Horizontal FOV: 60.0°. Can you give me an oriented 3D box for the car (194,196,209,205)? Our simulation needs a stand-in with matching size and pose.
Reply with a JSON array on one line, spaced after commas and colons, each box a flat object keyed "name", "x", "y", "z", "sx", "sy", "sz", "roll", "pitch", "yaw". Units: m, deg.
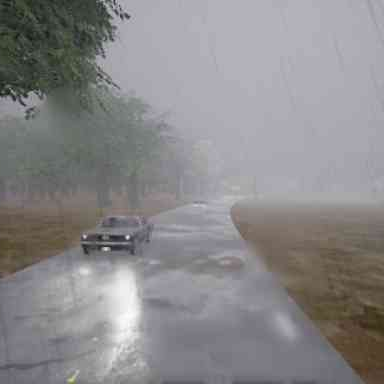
[{"name": "car", "x": 1.618, "y": 1.351, "z": 54.817, "sx": 2.033, "sy": 1.411, "sz": 5.357, "roll": 0, "pitch": 0, "yaw": 10}]

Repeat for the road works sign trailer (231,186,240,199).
[{"name": "road works sign trailer", "x": 11.069, "y": 0.079, "z": 84.612, "sx": 2.380, "sy": 3.560, "sz": 2.880, "roll": 0, "pitch": 0, "yaw": 11}]

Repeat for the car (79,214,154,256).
[{"name": "car", "x": -2.763, "y": 1.573, "z": 13.201, "sx": 1.895, "sy": 1.301, "sz": 4.718, "roll": 0, "pitch": 0, "yaw": 3}]
